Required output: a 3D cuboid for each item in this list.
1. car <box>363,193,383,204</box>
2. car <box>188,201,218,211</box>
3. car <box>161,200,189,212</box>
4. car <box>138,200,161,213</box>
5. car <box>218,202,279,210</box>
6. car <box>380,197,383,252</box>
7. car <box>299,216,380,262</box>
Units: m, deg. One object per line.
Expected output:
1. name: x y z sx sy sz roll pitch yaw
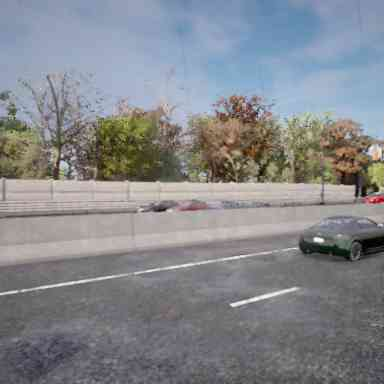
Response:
1. car: 31.138 1.233 56.164 5.566 2.045 2.150 0 0 -35
2. car: 2.679 1.545 27.389 5.357 1.411 2.033 0 0 -35
3. car: -0.069 1.524 29.727 4.674 1.442 1.812 0 0 -35
4. car: -2.895 1.524 31.995 4.674 1.442 1.812 0 0 -36
5. car: 4.552 1.502 24.424 4.892 1.490 1.837 0 0 -35
6. car: 7.806 1.218 9.308 5.566 2.045 2.150 0 0 -35
7. car: 5.835 1.561 12.201 4.181 1.385 1.994 0 0 -35
